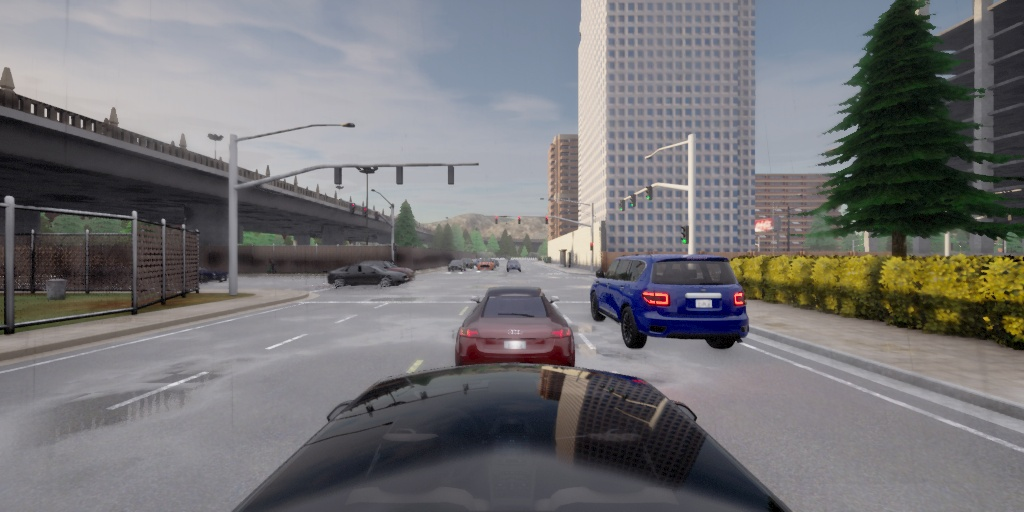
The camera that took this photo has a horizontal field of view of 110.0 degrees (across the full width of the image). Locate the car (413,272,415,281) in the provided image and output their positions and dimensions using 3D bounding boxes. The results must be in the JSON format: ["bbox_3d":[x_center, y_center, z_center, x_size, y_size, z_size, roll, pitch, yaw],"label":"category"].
[{"bbox_3d":[-9.605,1.129,26.671,4.553,1.767,2.097,0,0,0],"label":"car"}]

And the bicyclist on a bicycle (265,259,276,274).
[{"bbox_3d":[-25.306,1.106,37.617,0.582,1.620,1.656,0,0,0],"label":"bicyclist on a bicycle"}]

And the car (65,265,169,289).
[{"bbox_3d":[-25.717,1.298,23.133,4.902,1.511,2.128,0,0,0],"label":"car"}]

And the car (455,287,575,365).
[{"bbox_3d":[0.062,1.314,7.430,1.994,1.385,4.181,0,0,0],"label":"car"}]

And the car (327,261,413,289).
[{"bbox_3d":[-9.295,1.284,23.172,4.892,1.490,1.837,-1,0,0],"label":"car"}]

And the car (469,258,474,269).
[{"bbox_3d":[-7.101,1.102,55.540,2.097,1.767,4.553,0,0,0],"label":"car"}]

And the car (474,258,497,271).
[{"bbox_3d":[-3.598,1.102,49.800,2.097,1.767,4.553,0,0,0],"label":"car"}]

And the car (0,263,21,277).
[{"bbox_3d":[-49.292,1.369,33.720,4.181,1.385,1.994,0,0,1],"label":"car"}]

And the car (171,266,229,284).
[{"bbox_3d":[-23.657,1.406,26.638,4.718,1.301,1.895,0,0,0],"label":"car"}]

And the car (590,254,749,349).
[{"bbox_3d":[3.567,0.971,9.297,2.150,2.045,5.566,0,0,1],"label":"car"}]

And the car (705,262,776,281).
[{"bbox_3d":[19.301,1.310,30.438,4.892,1.490,1.837,0,0,0],"label":"car"}]

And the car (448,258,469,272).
[{"bbox_3d":[-7.103,1.255,46.656,1.837,1.490,4.892,0,0,0],"label":"car"}]

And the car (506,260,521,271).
[{"bbox_3d":[0.178,1.297,47.664,2.033,1.411,5.357,0,0,-1],"label":"car"}]

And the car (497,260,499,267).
[{"bbox_3d":[-3.595,1.242,58.872,2.128,1.511,4.902,0,0,0],"label":"car"}]
